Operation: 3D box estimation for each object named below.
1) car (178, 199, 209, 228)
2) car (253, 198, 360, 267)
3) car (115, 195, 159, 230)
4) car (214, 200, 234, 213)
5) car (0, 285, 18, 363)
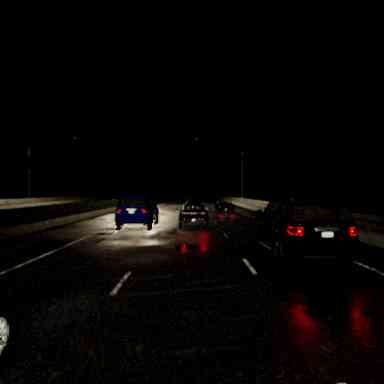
[{"bbox_3d":[0.094,1.494,22.365,2.128,1.511,4.902,0,0,0],"label":"car"},{"bbox_3d":[3.597,1.223,11.495,2.150,2.045,5.566,0,0,0],"label":"car"},{"bbox_3d":[-3.405,1.224,21.363,2.150,2.045,5.566,0,0,0],"label":"car"},{"bbox_3d":[3.591,1.604,37.572,1.895,1.301,4.718,0,0,0],"label":"car"},{"bbox_3d":[-3.401,1.505,2.820,1.837,1.490,4.892,0,0,0],"label":"car"}]
